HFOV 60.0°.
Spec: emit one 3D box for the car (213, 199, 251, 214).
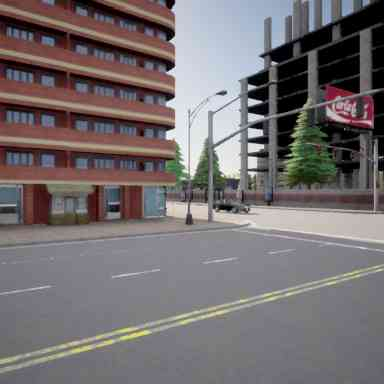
[{"bbox_3d":[4.201,1.491,35.892,2.128,1.511,4.902,0,0,-35],"label":"car"}]
